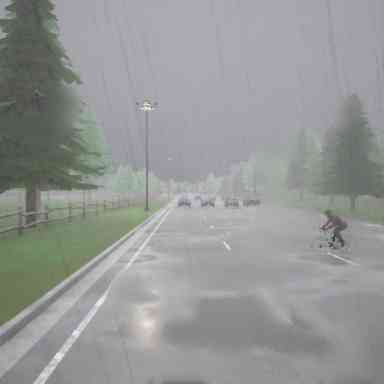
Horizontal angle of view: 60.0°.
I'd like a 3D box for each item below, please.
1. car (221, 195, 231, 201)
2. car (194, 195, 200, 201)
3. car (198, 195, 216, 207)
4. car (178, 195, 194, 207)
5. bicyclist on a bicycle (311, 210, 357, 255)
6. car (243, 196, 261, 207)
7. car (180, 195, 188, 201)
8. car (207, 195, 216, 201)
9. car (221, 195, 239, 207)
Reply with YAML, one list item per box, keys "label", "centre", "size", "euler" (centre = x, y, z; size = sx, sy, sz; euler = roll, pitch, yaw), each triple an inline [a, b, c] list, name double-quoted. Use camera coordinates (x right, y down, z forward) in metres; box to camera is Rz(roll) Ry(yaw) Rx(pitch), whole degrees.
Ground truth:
- label: "car"
  centre: [8.537, 1.552, 84.309]
  size: [1.994, 1.385, 4.181]
  euler: [0, 0, -1]
- label: "car"
  centre: [1.484, 1.500, 86.440]
  size: [1.837, 1.490, 4.892]
  euler: [0, 0, -1]
- label: "car"
  centre: [2.374, 1.601, 50.914]
  size: [1.895, 1.301, 4.718]
  euler: [0, 0, -1]
- label: "car"
  centre: [-1.126, 1.601, 51.031]
  size: [1.895, 1.301, 4.718]
  euler: [0, 0, -1]
- label: "bicyclist on a bicycle"
  centre: [5.043, 1.455, 11.847]
  size: [1.656, 1.620, 0.582]
  euler: [-2, 0, -1]
- label: "car"
  centre: [9.314, 1.352, 52.117]
  size: [2.097, 1.767, 4.553]
  euler: [0, 0, -1]
- label: "car"
  centre: [-2.036, 1.540, 87.242]
  size: [2.033, 1.411, 5.357]
  euler: [0, 0, -1]
- label: "car"
  centre: [5.016, 1.524, 85.170]
  size: [1.812, 1.442, 4.674]
  euler: [0, 0, -1]
- label: "car"
  centre: [5.884, 1.491, 50.266]
  size: [2.128, 1.511, 4.902]
  euler: [0, 0, -1]
